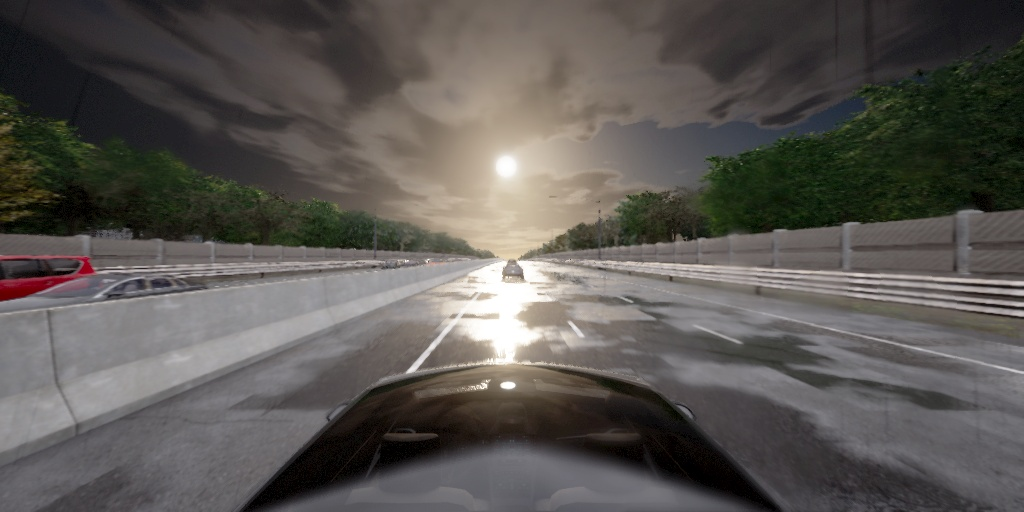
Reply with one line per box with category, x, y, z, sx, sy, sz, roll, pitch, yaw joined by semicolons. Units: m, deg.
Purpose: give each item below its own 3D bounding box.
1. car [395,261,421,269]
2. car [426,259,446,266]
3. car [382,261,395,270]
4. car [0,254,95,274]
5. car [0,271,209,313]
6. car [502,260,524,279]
car;-14.051;1.343;50.018;2.033;1.411;5.357;0;0;1
car;-10.559;1.147;50.110;2.097;1.767;4.553;0;0;0
car;-17.544;1.362;52.849;1.994;1.385;4.181;0;0;1
car;-14.096;0.974;9.102;2.150;2.045;5.566;0;0;0
car;-10.593;1.246;9.476;2.128;1.511;4.902;0;0;0
car;0.094;1.339;33.245;1.994;1.385;4.181;0;0;0
